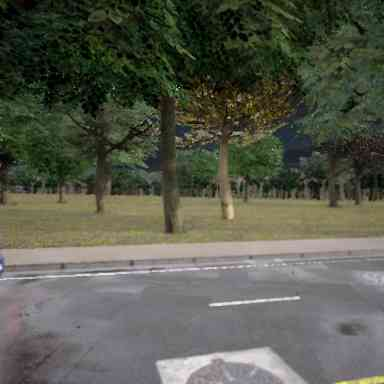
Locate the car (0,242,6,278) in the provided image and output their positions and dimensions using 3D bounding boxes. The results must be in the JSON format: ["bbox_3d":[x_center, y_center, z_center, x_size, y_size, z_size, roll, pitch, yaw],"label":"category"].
[{"bbox_3d":[-6.605,1.487,6.693,5.008,1.535,1.882,1,-1,-15],"label":"car"}]
